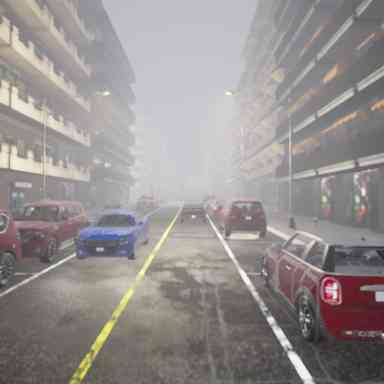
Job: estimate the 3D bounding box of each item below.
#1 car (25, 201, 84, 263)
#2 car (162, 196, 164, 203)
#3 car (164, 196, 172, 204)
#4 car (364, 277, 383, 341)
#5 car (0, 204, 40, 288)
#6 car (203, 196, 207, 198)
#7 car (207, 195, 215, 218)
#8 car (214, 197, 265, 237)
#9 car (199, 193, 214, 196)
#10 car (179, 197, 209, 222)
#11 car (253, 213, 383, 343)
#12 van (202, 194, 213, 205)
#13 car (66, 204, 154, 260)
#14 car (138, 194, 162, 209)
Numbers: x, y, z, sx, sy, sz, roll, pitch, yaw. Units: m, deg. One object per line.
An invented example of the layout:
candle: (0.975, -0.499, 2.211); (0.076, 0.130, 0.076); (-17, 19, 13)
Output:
car: (-5.291, 1.276, 11.983); (2.192, 1.841, 5.009); (1, 0, 0)
car: (-5.297, 1.436, 45.168); (1.887, 1.381, 4.507); (1, 0, 0)
car: (-5.298, 1.465, 61.762); (1.802, 1.307, 4.206); (1, 0, 0)
car: (2.584, 1.542, 0.862); (1.887, 1.381, 4.507); (1, 0, 0)
car: (-5.291, 1.293, 6.453); (2.192, 1.841, 5.009); (1, 0, 0)
car: (2.549, 1.480, 39.581); (1.802, 1.307, 4.206); (1, 0, 0)
car: (2.552, 1.357, 28.518); (1.967, 1.590, 4.097); (1, 0, 0)
car: (2.555, 1.259, 17.455); (2.192, 1.841, 5.009); (1, 0, 0)
car: (2.554, 1.202, 50.644); (2.192, 1.841, 5.009); (1, 0, 0)
car: (0.102, 1.430, 25.430); (1.837, 1.490, 4.892); (0, 0, 0)
car: (2.594, 1.418, 6.393); (1.967, 1.590, 4.097); (1, 0, 0)
van: (2.554, 1.225, 56.175); (1.690, 1.788, 3.998); (1, 0, 0)
car: (-2.750, 1.436, 12.452); (1.882, 1.535, 5.008); (0, 0, 0)
car: (-5.291, 1.213, 39.636); (2.192, 1.841, 5.009); (1, 0, 0)
